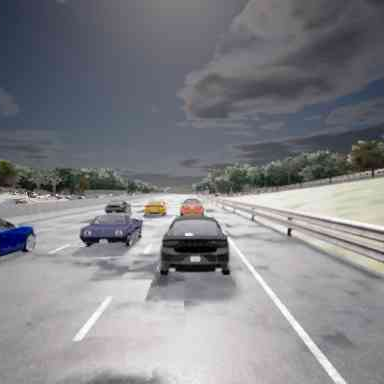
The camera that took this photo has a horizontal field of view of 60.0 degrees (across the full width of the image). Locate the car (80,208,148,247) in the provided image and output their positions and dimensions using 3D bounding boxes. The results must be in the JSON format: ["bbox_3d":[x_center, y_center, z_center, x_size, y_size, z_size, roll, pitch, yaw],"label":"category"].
[{"bbox_3d":[-3.398,1.615,15.041,1.895,1.301,4.718,0,0,0],"label":"car"}]

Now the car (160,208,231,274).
[{"bbox_3d":[0.093,1.486,10.623,1.882,1.535,5.008,0,0,0],"label":"car"}]

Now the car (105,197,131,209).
[{"bbox_3d":[-7.035,1.547,31.902,1.837,1.490,4.892,0,0,-1],"label":"car"}]

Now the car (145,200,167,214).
[{"bbox_3d":[-3.560,1.523,33.302,1.882,1.535,5.008,0,0,-1],"label":"car"}]

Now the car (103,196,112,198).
[{"bbox_3d":[-18.613,1.560,73.821,1.812,1.442,4.674,0,0,-1],"label":"car"}]

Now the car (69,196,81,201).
[{"bbox_3d":[-25.601,1.585,73.236,1.994,1.385,4.181,0,0,-1],"label":"car"}]

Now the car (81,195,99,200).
[{"bbox_3d":[-22.103,1.390,73.350,2.097,1.767,4.553,0,0,-1],"label":"car"}]

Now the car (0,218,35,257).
[{"bbox_3d":[-6.913,1.486,10.714,1.882,1.535,5.008,0,0,0],"label":"car"}]

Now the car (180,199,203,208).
[{"bbox_3d":[-0.030,1.396,31.527,2.097,1.767,4.553,0,0,-1],"label":"car"}]

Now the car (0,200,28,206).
[{"bbox_3d":[-17.725,1.516,32.321,1.882,1.535,5.008,0,0,-1],"label":"car"}]
